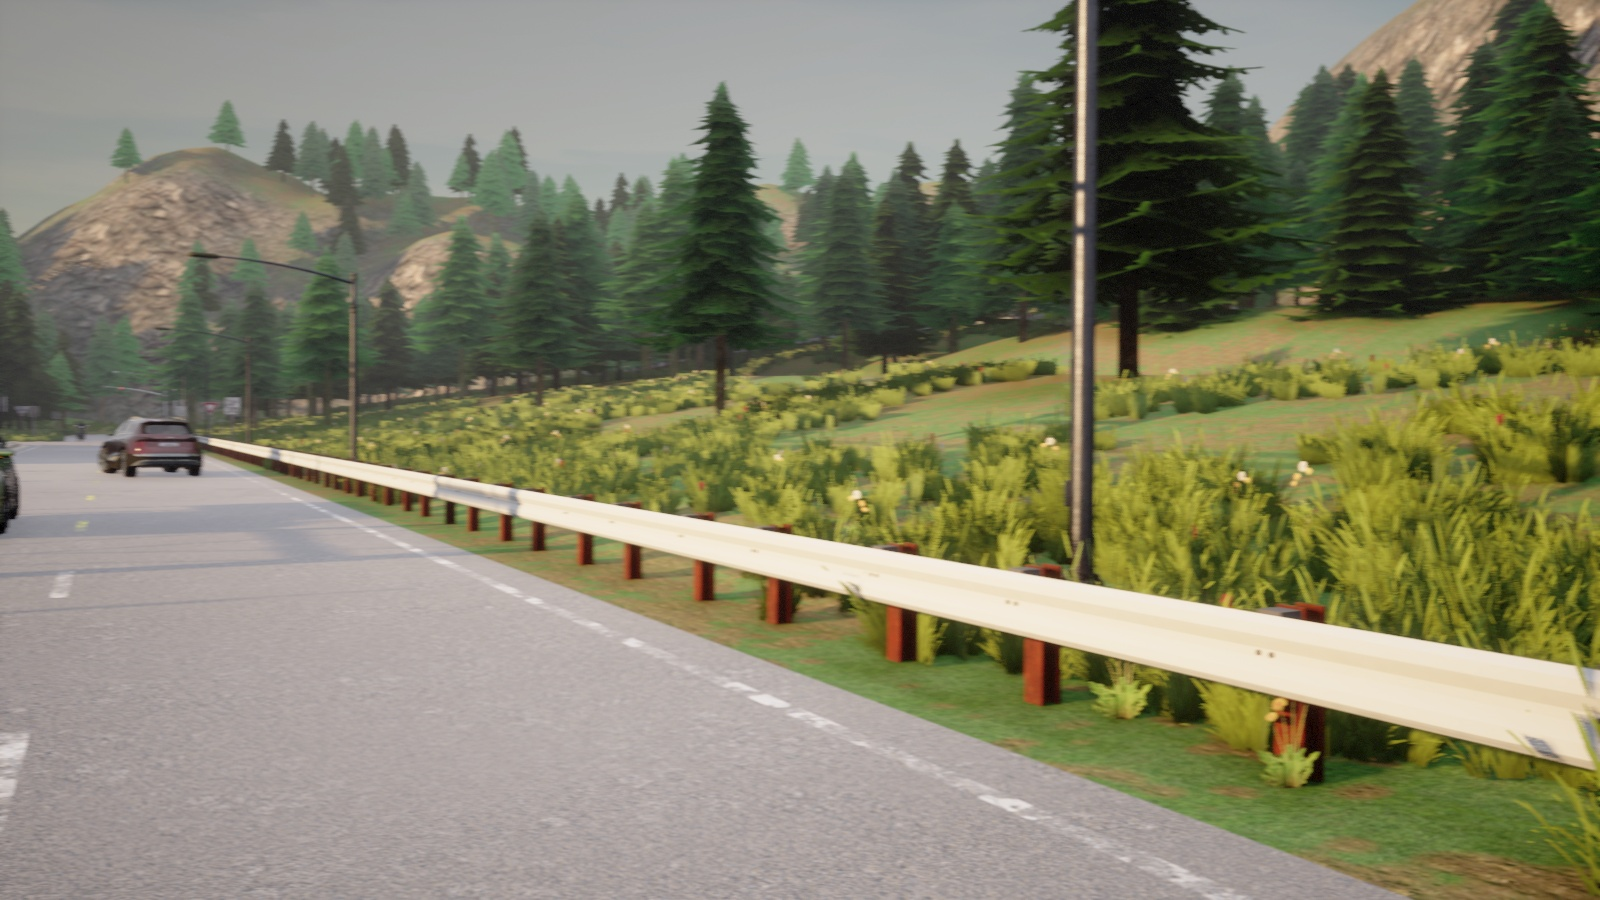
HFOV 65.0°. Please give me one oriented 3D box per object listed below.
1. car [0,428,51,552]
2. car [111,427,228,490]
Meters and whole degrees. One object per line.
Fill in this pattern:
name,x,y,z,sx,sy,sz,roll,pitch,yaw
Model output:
car,-11.544,0.486,17.165,2.007,1.525,4.514,-1,1,-28
car,-17.922,0.199,35.566,2.033,1.649,4.856,-1,1,-38
